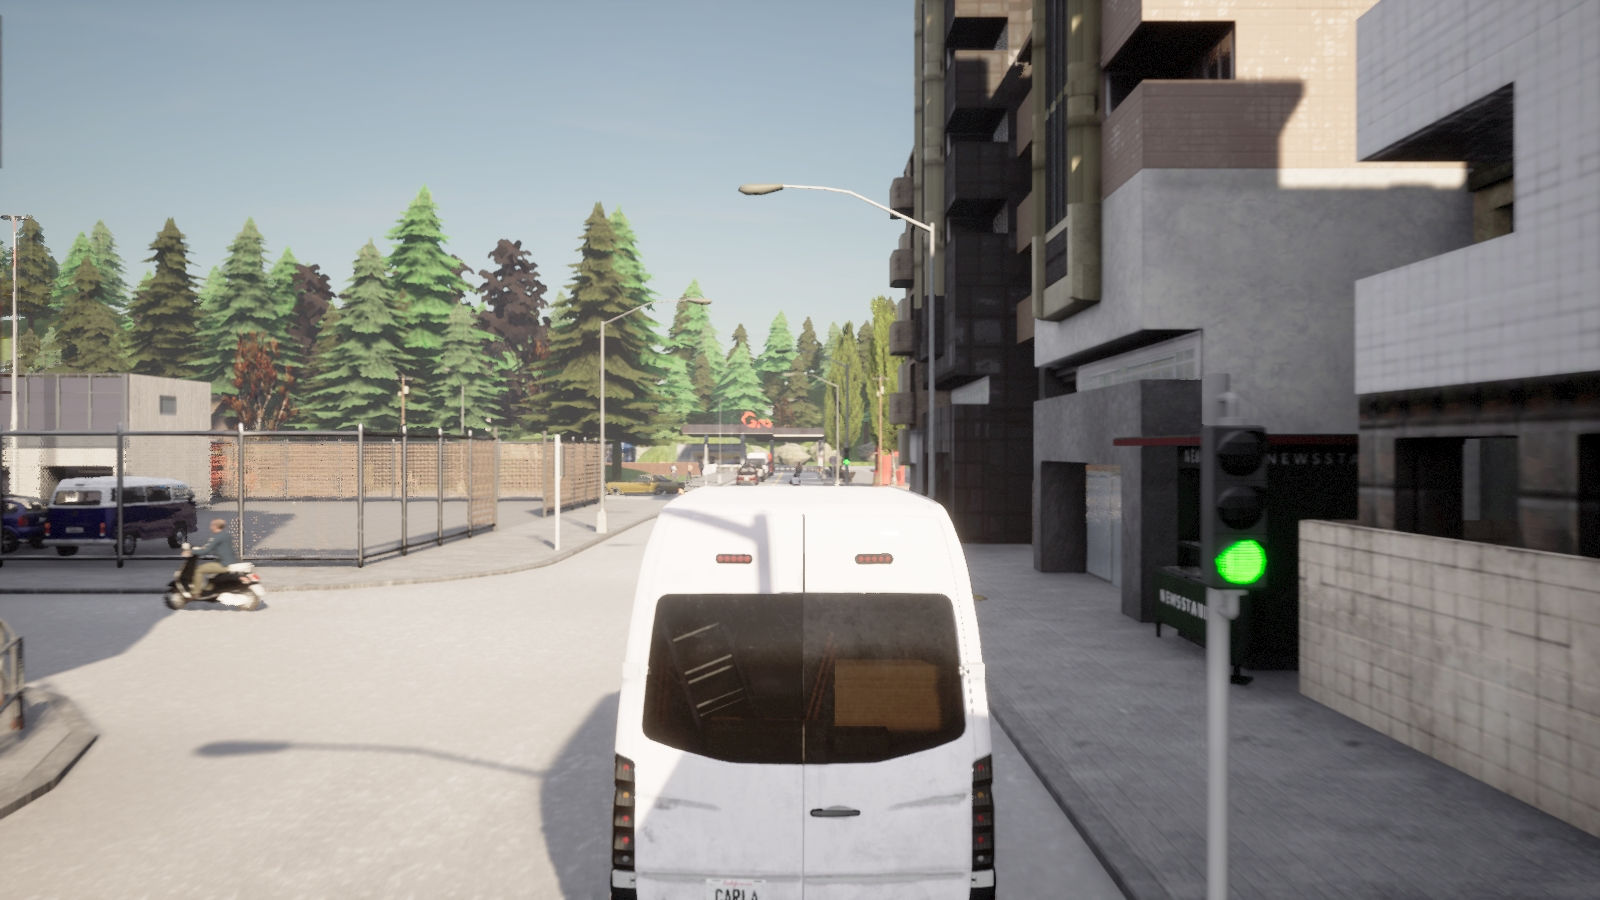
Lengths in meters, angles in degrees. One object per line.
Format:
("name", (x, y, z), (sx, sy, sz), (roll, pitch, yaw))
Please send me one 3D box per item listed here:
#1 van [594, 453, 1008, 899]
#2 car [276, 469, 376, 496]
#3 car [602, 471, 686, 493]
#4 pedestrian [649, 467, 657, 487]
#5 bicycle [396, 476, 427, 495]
("van", (-0.027, 1.315, 8.459), (1.988, 2.561, 5.915), (0, 0, -1))
("car", (-27.117, 1.846, 65.464), (4.792, 1.488, 2.163), (0, 0, 0))
("car", (-9.433, 1.938, 69.383), (4.718, 1.301, 1.895), (0, 0, 8))
("pedestrian", (-9.756, 1.809, 75.985), (0.375, 1.300, 0.375), (0, 0, 21))
("bicycle", (-22.232, 2.039, 65.468), (1.487, 1.080, 0.859), (0, 0, 0))
